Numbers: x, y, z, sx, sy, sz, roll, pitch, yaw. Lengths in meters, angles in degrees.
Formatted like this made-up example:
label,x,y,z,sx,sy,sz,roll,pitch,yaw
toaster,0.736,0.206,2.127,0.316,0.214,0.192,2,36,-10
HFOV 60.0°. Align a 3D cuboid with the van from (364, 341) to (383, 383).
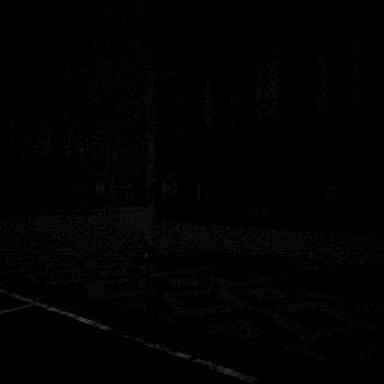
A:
label,x,y,z,sx,sy,sz,roll,pitch,yaw
van,2.713,1.341,1.049,3.998,1.788,1.690,0,0,35
